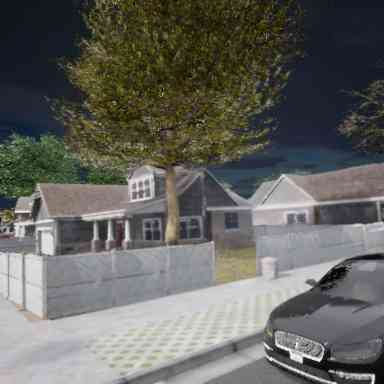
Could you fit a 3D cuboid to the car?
[{"bbox_3d":[3.292,1.826,5.558,4.892,1.490,1.837,0,-6,-34],"label":"car"}]
